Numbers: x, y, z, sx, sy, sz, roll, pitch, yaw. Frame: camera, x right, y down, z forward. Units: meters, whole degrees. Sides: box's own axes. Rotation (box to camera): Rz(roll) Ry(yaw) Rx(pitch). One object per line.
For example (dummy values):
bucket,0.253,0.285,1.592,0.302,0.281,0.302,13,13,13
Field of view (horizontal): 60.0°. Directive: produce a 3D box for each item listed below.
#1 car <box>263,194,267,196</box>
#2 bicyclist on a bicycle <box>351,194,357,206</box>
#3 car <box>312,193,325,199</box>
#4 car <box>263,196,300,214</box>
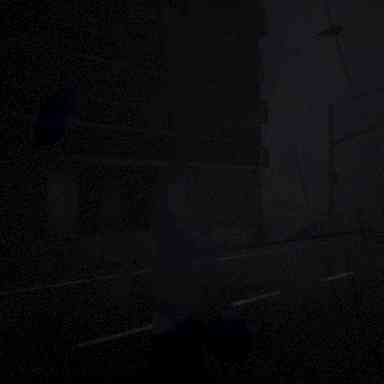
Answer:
car,14.274,1.149,67.397,4.553,1.767,2.097,0,0,-39
bicyclist on a bicycle,22.829,1.169,46.925,1.656,1.620,0.582,-1,0,-35
car,30.534,1.095,79.023,4.553,1.767,2.097,0,0,-30
car,9.169,1.445,35.128,1.812,1.442,4.674,0,0,-35
